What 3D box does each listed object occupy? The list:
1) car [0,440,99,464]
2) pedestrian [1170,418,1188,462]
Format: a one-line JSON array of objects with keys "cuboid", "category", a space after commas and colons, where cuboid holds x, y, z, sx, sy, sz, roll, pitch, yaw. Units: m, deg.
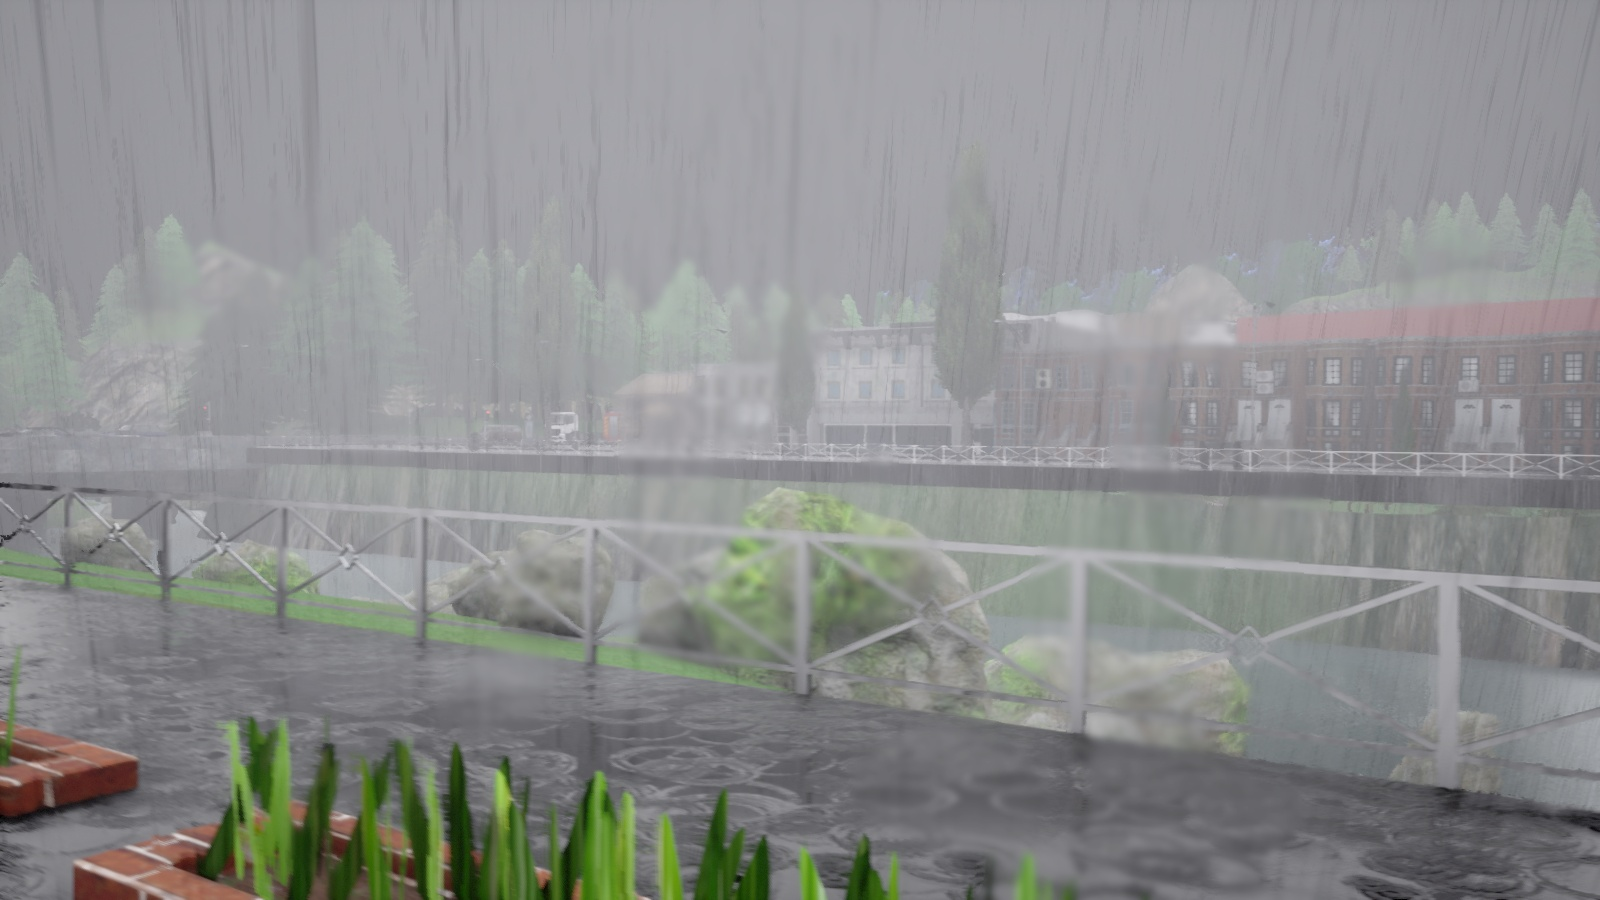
[{"cuboid": [-48.817, 0.108, 81.609, 2.033, 1.411, 5.357, 0, 1, 34], "category": "car"}, {"cuboid": [15.999, -0.427, 53.031, 0.636, 1.846, 0.331, 0, 1, 34], "category": "pedestrian"}]
